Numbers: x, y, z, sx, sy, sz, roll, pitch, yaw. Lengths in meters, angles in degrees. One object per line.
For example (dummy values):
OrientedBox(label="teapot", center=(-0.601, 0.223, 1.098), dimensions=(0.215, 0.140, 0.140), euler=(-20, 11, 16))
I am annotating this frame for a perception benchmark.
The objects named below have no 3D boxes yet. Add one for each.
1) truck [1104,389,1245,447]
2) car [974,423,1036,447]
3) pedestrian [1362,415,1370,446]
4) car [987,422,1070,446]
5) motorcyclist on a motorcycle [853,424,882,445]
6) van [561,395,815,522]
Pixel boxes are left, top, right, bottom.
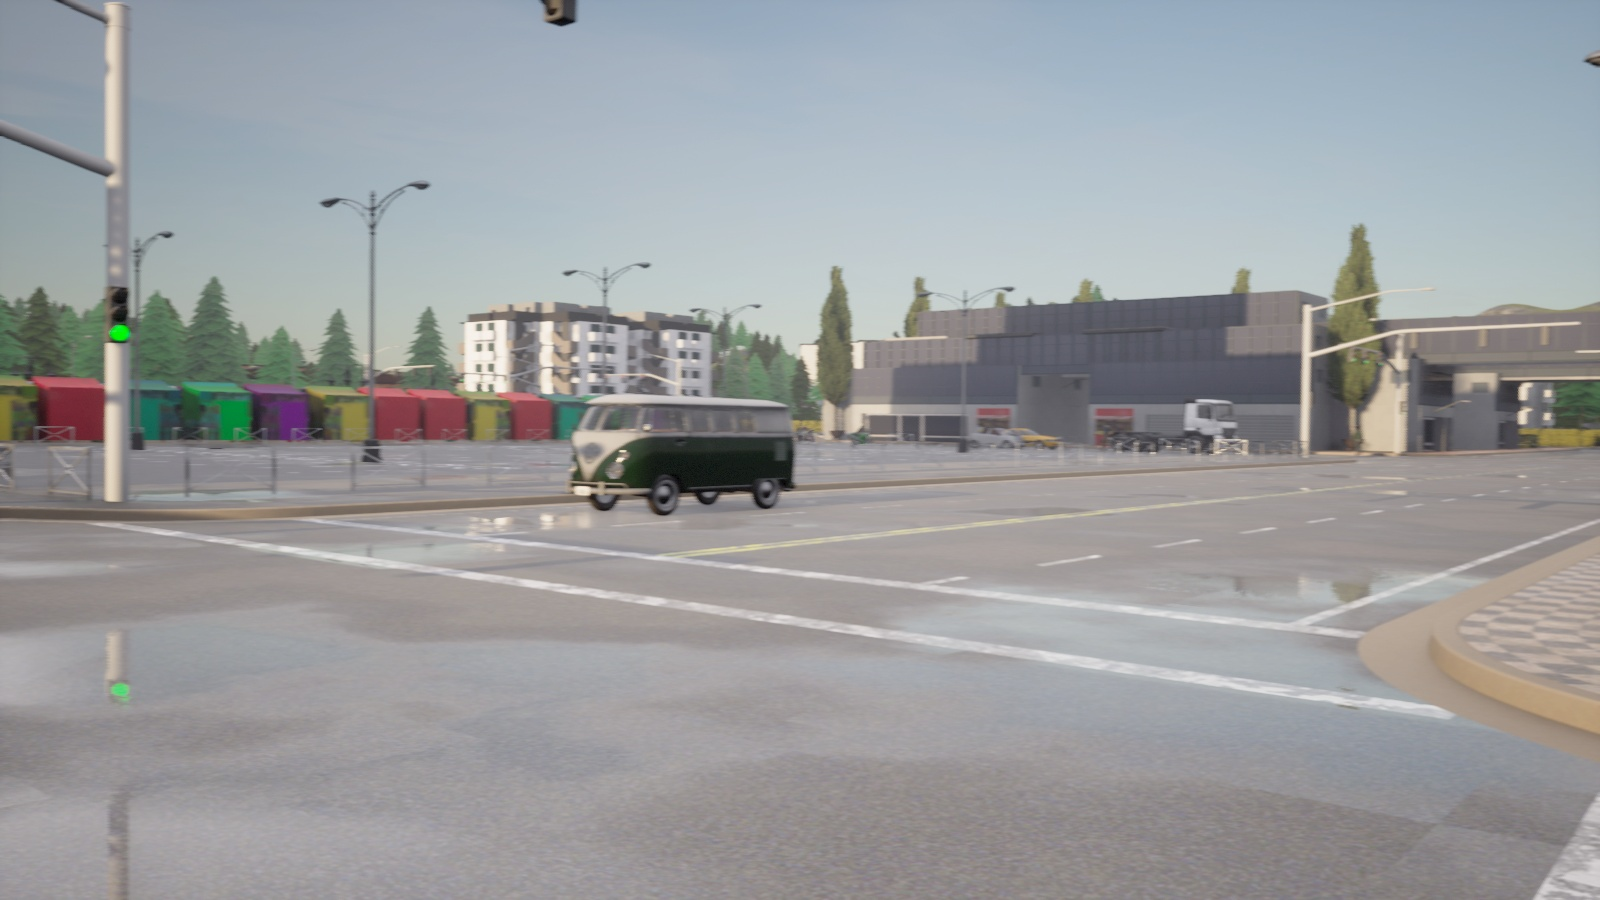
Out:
OrientedBox(label="truck", center=(23.266, -1.948, 78.231), dimensions=(7.936, 3.462, 2.891), euler=(1, 2, 41))
OrientedBox(label="car", center=(13.424, -0.980, 82.274), dimensions=(3.633, 1.501, 1.845), euler=(1, 2, 42))
OrientedBox(label="pedestrian", center=(33.442, -1.163, 74.214), dimensions=(0.353, 1.847, 0.614), euler=(0, 1, 34))
OrientedBox(label="car", center=(15.466, -1.125, 85.139), dimensions=(5.366, 1.575, 1.801), euler=(1, 2, 42))
OrientedBox(label="motorcyclist on a motorcycle", center=(4.808, -1.119, 89.897), dimensions=(2.044, 1.523, 0.797), euler=(1, 2, 41))
OrientedBox(label="van", center=(-1.835, 0.085, 21.872), dimensions=(1.775, 1.987, 4.442), euler=(1, 2, 40))
